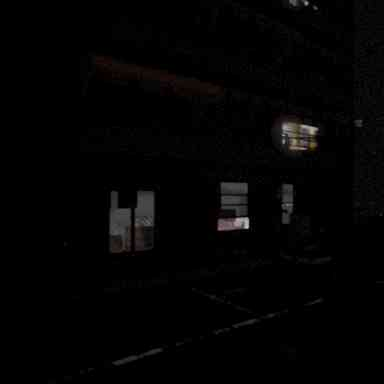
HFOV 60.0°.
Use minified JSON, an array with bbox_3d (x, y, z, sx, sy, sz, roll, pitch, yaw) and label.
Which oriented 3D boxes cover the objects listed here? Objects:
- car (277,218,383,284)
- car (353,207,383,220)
[{"bbox_3d":[4.304,1.651,9.702,4.206,1.307,1.802,1,0,-36],"label":"car"},{"bbox_3d":[16.082,2.127,31.560,1.895,1.301,4.718,0,-1,-36],"label":"car"}]
